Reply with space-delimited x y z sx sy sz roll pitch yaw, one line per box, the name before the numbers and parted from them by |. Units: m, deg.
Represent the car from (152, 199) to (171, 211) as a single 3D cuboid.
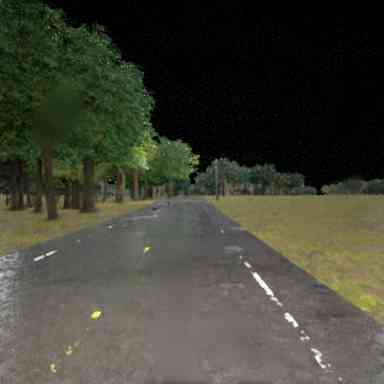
car | -3.493 1.517 38.908 1.994 1.385 4.181 0 0 0
